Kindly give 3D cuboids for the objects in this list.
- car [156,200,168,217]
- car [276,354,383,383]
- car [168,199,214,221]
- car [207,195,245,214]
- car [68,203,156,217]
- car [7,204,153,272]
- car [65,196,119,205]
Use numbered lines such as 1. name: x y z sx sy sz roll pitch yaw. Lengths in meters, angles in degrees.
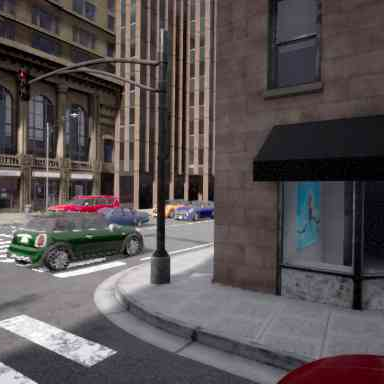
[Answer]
1. car: -1.851 1.504 31.873 2.097 1.767 4.553 1 0 35
2. car: 2.411 1.545 1.255 4.507 1.381 1.887 0 1 35
3. car: 0.347 1.545 29.345 2.097 1.767 4.553 1 0 35
4. car: 4.232 1.466 40.543 2.150 2.045 5.566 1 0 35
5. car: -5.087 1.659 21.595 2.033 1.411 5.357 1 0 35
6. car: -3.812 1.490 11.738 2.097 1.767 4.553 1 0 35
7. car: -7.552 1.289 23.734 2.150 2.045 5.566 1 0 35
